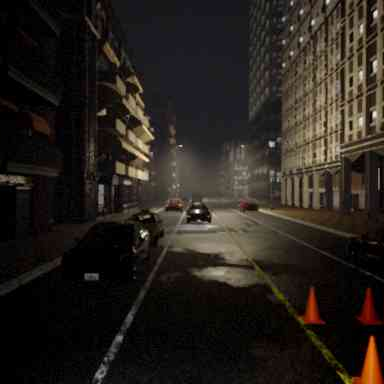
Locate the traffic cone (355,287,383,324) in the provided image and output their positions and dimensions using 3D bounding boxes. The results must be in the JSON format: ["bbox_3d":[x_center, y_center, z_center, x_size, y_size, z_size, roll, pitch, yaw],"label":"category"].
[{"bbox_3d":[3.124,1.979,5.876,0.340,0.580,0.340,0,0,1],"label":"traffic cone"}]

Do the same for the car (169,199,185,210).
[{"bbox_3d":[-1.912,1.578,43.606,1.802,1.307,4.206,0,0,1],"label":"car"}]

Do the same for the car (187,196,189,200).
[{"bbox_3d":[-1.629,1.569,71.848,2.008,1.369,4.403,0,0,1],"label":"car"}]

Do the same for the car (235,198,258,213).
[{"bbox_3d":[6.412,1.602,37.874,1.887,1.381,4.507,0,0,1],"label":"car"}]

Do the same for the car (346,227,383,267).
[{"bbox_3d":[6.129,1.613,9.633,1.947,1.339,4.313,0,0,1],"label":"car"}]

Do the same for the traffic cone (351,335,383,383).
[{"bbox_3d":[2.104,1.972,3.886,0.340,0.580,0.340,0,0,1],"label":"traffic cone"}]

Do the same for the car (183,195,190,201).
[{"bbox_3d":[-1.493,1.619,90.413,1.802,1.307,4.206,0,0,1],"label":"car"}]

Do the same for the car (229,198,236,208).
[{"bbox_3d":[6.524,1.615,49.171,2.008,1.369,4.403,0,0,1],"label":"car"}]

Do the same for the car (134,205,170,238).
[{"bbox_3d":[-2.196,1.509,15.196,1.752,1.417,4.829,0,0,1],"label":"car"}]

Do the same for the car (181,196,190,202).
[{"bbox_3d":[-1.572,1.575,77.496,2.008,1.369,4.403,0,0,1],"label":"car"}]

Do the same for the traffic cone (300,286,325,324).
[{"bbox_3d":[2.124,1.972,5.886,0.340,0.580,0.340,0,0,1],"label":"traffic cone"}]

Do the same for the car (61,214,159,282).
[{"bbox_3d":[-2.251,1.549,9.717,1.947,1.339,4.313,0,0,1],"label":"car"}]

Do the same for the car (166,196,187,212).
[{"bbox_3d":[-1.967,1.433,37.958,1.967,1.590,4.097,0,0,1],"label":"car"}]

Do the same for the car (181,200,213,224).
[{"bbox_3d":[0.508,1.555,25.146,2.033,1.411,5.357,0,0,1],"label":"car"}]

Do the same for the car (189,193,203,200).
[{"bbox_3d":[1.032,1.259,68.523,2.150,2.045,5.566,0,0,1],"label":"car"}]
